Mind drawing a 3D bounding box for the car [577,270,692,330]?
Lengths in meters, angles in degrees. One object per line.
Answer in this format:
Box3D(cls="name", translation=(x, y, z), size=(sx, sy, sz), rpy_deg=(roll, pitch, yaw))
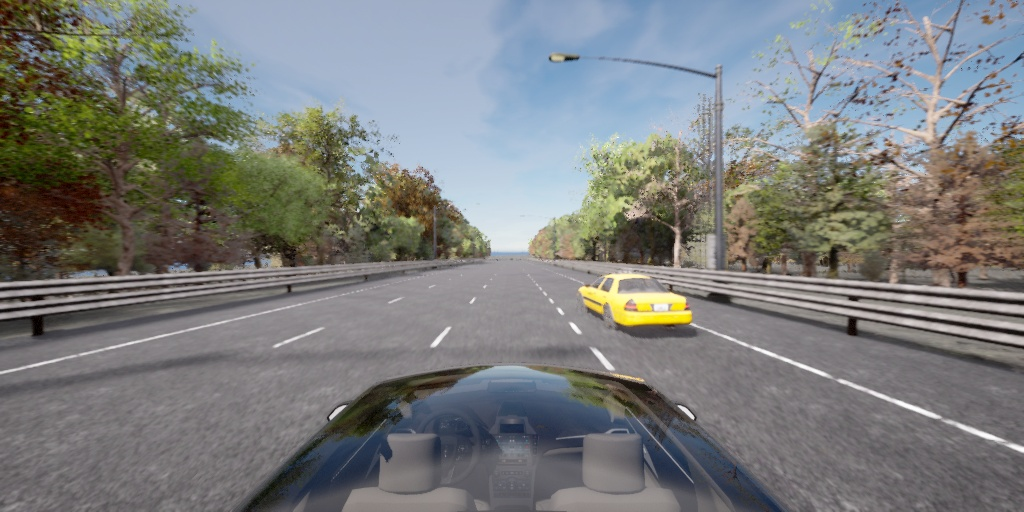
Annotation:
Box3D(cls="car", translation=(3.392, 1.197, 11.128), size=(1.801, 1.575, 5.366), rpy_deg=(0, 0, -4))
